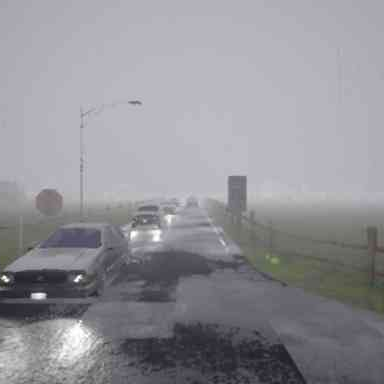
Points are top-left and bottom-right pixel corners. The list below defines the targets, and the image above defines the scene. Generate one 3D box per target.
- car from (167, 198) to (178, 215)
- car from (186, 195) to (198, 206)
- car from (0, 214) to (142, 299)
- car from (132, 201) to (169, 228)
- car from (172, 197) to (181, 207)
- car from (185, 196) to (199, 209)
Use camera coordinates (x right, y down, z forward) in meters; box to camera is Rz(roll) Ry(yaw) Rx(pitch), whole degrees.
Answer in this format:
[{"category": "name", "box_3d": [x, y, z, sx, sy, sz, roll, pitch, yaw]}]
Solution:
[{"category": "car", "box_3d": [-2.833, 1.597, 34.657, 1.994, 1.385, 4.181, 0, 0, 0]}, {"category": "car", "box_3d": [0.014, 1.402, 56.880, 2.097, 1.767, 4.553, 0, 0, 0]}, {"category": "car", "box_3d": [-2.847, 1.556, 8.854, 2.033, 1.411, 5.357, 0, 0, 0]}, {"category": "car", "box_3d": [-2.842, 1.528, 22.483, 1.837, 1.490, 4.892, 0, 0, 0]}, {"category": "car", "box_3d": [-2.737, 1.610, 51.078, 1.837, 1.490, 4.892, 0, 0, 0]}, {"category": "car", "box_3d": [0.012, 1.590, 46.491, 2.033, 1.411, 5.357, 0, 0, 0]}]
